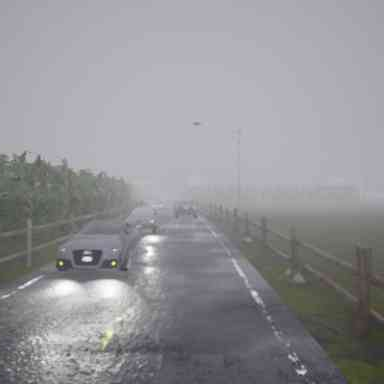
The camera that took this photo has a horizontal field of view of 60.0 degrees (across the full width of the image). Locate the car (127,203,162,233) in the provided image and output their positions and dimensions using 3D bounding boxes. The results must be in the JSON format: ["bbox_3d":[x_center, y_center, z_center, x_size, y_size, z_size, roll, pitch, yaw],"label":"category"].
[{"bbox_3d":[-3.018,1.662,20.889,1.812,1.442,4.674,0,0,-2],"label":"car"}]

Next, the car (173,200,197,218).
[{"bbox_3d":[-0.659,1.591,33.373,2.097,1.767,4.553,0,0,-3],"label":"car"}]

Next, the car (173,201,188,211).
[{"bbox_3d":[-1.718,1.931,47.561,1.895,1.301,4.718,0,0,-5],"label":"car"}]

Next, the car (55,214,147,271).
[{"bbox_3d":[-2.855,1.630,10.965,1.994,1.385,4.181,0,0,-1],"label":"car"}]

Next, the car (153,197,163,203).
[{"bbox_3d":[-7.308,1.875,70.970,1.837,1.490,4.892,0,0,-8],"label":"car"}]
